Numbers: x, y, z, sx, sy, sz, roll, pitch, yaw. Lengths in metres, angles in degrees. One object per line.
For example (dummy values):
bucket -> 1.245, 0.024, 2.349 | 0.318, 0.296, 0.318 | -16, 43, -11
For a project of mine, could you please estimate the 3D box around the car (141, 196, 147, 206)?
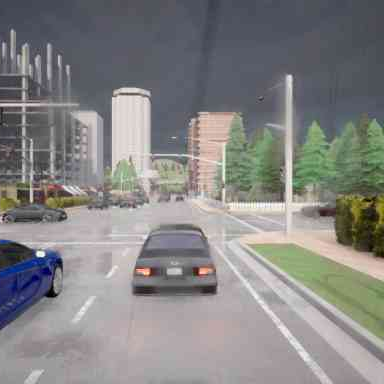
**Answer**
car -> -9.143, 1.564, 55.157 | 1.994, 1.385, 4.181 | 0, 0, -2

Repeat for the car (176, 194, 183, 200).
car -> -3.119, 1.326, 84.834 | 1.837, 1.490, 4.892 | 0, 0, -2

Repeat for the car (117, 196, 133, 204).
car -> -12.926, 1.547, 64.373 | 2.033, 1.411, 5.357 | 0, 0, -1

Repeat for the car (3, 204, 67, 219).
car -> -11.343, 1.564, 24.185 | 4.181, 1.385, 1.994 | 0, 0, -1

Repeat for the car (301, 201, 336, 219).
car -> 11.796, 1.478, 28.131 | 5.008, 1.535, 1.882 | 0, 0, -1

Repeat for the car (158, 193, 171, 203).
car -> -6.109, 1.354, 71.864 | 2.097, 1.767, 4.553 | 0, 0, -2

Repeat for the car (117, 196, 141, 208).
car -> -8.854, 1.564, 46.794 | 1.994, 1.385, 4.181 | 0, 0, -2

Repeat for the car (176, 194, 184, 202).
car -> -2.788, 1.493, 75.621 | 1.837, 1.490, 4.892 | 0, 0, -2

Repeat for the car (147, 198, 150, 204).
car -> -9.449, 1.564, 65.109 | 1.994, 1.385, 4.181 | 0, 0, -1

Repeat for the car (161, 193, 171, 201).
car -> -6.628, 1.225, 85.020 | 2.150, 2.045, 5.566 | 0, 0, -2

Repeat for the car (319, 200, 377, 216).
car -> 14.733, 1.526, 31.643 | 4.674, 1.442, 1.812 | 0, 0, -1

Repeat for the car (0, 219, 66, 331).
car -> -3.719, 1.478, 5.488 | 1.882, 1.535, 5.008 | 0, 0, -3

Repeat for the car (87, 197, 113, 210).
car -> -12.252, 1.547, 43.787 | 2.033, 1.411, 5.357 | 0, 0, -2

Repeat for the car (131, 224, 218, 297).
car -> -0.403, 1.547, 8.780 | 2.033, 1.411, 5.357 | 0, 0, -2

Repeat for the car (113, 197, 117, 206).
car -> -12.604, 1.547, 53.825 | 2.033, 1.411, 5.357 | 0, 0, -2
